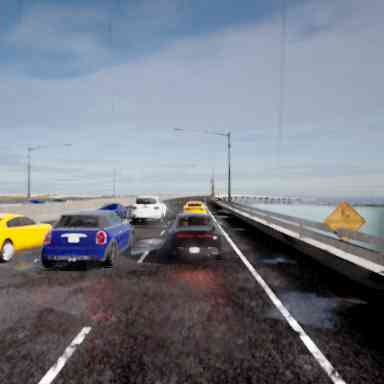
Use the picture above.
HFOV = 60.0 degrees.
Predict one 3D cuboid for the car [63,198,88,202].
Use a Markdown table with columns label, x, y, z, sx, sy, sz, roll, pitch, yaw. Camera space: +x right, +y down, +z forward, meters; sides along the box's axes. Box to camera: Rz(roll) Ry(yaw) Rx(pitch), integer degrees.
| label | x | y | z | sx | sy | sz | roll | pitch | yaw |
| --- | --- | --- | --- | --- | --- | --- | --- | --- | --- |
| car | -17.100 | 1.685 | 50.475 | 2.128 | 1.511 | 4.902 | 0 | 0 | 1 |

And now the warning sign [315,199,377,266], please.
| label | x | y | z | sx | sy | sz | roll | pitch | yaw |
| --- | --- | --- | --- | --- | --- | --- | --- | --- | --- |
| warning sign | 4.554 | 1.159 | 9.930 | 1.300 | 1.860 | 1.060 | -1 | -1 | 0 |

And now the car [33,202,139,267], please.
| label | x | y | z | sx | sy | sz | roll | pitch | yaw |
| --- | --- | --- | --- | --- | --- | --- | --- | --- | --- |
| car | -3.404 | 1.403 | 11.764 | 2.097 | 1.767 | 4.553 | 0 | 0 | 1 |

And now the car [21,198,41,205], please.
| label | x | y | z | sx | sy | sz | roll | pitch | yaw |
| --- | --- | --- | --- | --- | --- | --- | --- | --- | --- |
| car | -24.091 | 1.721 | 50.642 | 1.812 | 1.442 | 4.674 | 0 | 0 | 1 |

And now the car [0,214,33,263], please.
| label | x | y | z | sx | sy | sz | roll | pitch | yaw |
| --- | --- | --- | --- | --- | --- | --- | --- | --- | --- |
| car | -6.896 | 1.529 | 12.251 | 1.882 | 1.535 | 5.008 | 0 | -1 | 0 |

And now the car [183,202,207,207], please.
| label | x | y | z | sx | sy | sz | roll | pitch | yaw |
| --- | --- | --- | --- | --- | --- | --- | --- | --- | --- |
| car | 0.245 | 1.595 | 29.211 | 1.882 | 1.535 | 5.008 | 0 | 0 | 1 |

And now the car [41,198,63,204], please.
| label | x | y | z | sx | sy | sz | roll | pitch | yaw |
| --- | --- | --- | --- | --- | --- | --- | --- | --- | --- |
| car | -20.595 | 1.720 | 50.564 | 1.812 | 1.442 | 4.674 | 0 | 0 | 1 |

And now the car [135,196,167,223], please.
| label | x | y | z | sx | sy | sz | roll | pitch | yaw |
| --- | --- | --- | --- | --- | --- | --- | --- | --- | --- |
| car | -3.300 | 1.331 | 26.480 | 2.150 | 2.045 | 5.566 | 0 | 0 | 1 |

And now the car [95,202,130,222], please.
| label | x | y | z | sx | sy | sz | roll | pitch | yaw |
| --- | --- | --- | --- | --- | --- | --- | --- | --- | --- |
| car | -6.765 | 1.641 | 28.684 | 1.812 | 1.442 | 4.674 | 0 | 0 | 1 |

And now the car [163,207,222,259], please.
| label | x | y | z | sx | sy | sz | roll | pitch | yaw |
| --- | --- | --- | --- | --- | --- | --- | --- | --- | --- |
| car | 0.106 | 1.561 | 12.828 | 1.837 | 1.490 | 4.892 | 0 | 0 | 1 |
